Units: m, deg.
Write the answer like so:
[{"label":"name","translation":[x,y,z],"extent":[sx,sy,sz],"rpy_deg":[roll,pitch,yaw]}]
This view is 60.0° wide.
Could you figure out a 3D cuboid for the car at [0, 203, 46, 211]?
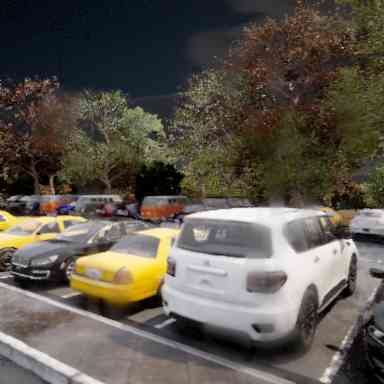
[{"label":"car","translation":[-9.700,1.519,14.803],"extent":[1.946,1.575,5.366],"rpy_deg":[0,0,36]}]

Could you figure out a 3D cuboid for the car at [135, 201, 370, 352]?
[{"label":"car","translation":[1.761,1.318,6.756],"extent":[2.435,2.045,5.566],"rpy_deg":[0,0,36]}]

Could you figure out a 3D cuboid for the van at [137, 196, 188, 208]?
[{"label":"van","translation":[-1.810,1.289,25.612],"extent":[1.878,1.987,4.442],"rpy_deg":[0,0,36]}]

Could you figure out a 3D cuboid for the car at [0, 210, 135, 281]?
[{"label":"car","translation":[-2.748,1.551,9.998],"extent":[2.231,1.521,4.892],"rpy_deg":[0,0,36]}]

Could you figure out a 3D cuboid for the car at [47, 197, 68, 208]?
[{"label":"car","translation":[-10.738,1.532,31.949],"extent":[2.097,1.535,5.008],"rpy_deg":[0,0,36]}]

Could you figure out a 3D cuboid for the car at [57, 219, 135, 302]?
[{"label":"car","translation":[-0.395,1.557,8.513],"extent":[1.946,1.575,5.366],"rpy_deg":[0,0,36]}]

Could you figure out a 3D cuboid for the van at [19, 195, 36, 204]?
[{"label":"van","translation":[-15.296,1.335,35.104],"extent":[1.878,1.987,4.442],"rpy_deg":[0,0,36]}]

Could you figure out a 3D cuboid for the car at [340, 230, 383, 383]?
[{"label":"car","translation":[3.994,1.580,5.108],"extent":[2.097,1.535,5.008],"rpy_deg":[0,0,36]}]

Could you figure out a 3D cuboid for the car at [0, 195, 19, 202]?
[{"label":"car","translation":[-17.486,1.324,36.802],"extent":[2.435,2.045,5.566],"rpy_deg":[0,0,36]}]

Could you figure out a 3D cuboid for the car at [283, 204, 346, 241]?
[{"label":"car","translation":[7.081,1.550,18.790],"extent":[1.946,1.575,5.366],"rpy_deg":[0,0,36]}]

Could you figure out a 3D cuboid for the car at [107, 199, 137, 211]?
[{"label":"car","translation":[-4.105,1.541,27.168],"extent":[2.163,1.488,4.792],"rpy_deg":[0,0,36]}]

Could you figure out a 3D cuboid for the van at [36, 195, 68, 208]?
[{"label":"van","translation":[-12.916,1.321,33.666],"extent":[1.878,1.987,4.442],"rpy_deg":[0,0,36]}]

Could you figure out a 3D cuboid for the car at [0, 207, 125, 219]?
[{"label":"car","translation":[-5.107,1.537,11.473],"extent":[1.946,1.575,5.366],"rpy_deg":[0,0,36]}]

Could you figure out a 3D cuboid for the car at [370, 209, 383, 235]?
[{"label":"car","translation":[9.431,1.603,17.312],"extent":[2.002,1.452,4.674],"rpy_deg":[0,0,36]}]

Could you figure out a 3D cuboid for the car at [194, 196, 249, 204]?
[{"label":"car","translation":[2.724,1.282,22.215],"extent":[2.435,2.045,5.566],"rpy_deg":[0,0,36]}]

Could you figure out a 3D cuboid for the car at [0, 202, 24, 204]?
[{"label":"car","translation":[-11.630,1.515,16.661],"extent":[1.946,1.575,5.366],"rpy_deg":[0,0,36]}]

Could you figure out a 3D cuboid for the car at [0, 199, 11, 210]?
[{"label":"car","translation":[-26.538,1.672,43.405],"extent":[2.002,1.452,4.674],"rpy_deg":[0,0,36]}]

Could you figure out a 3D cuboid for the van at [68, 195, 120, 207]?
[{"label":"van","translation":[-8.550,1.295,30.222],"extent":[1.878,1.987,4.442],"rpy_deg":[0,0,36]}]

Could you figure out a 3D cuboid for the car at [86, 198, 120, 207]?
[{"label":"car","translation":[-6.241,1.543,28.718],"extent":[2.163,1.488,4.792],"rpy_deg":[0,0,36]}]

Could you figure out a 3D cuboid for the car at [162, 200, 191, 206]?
[{"label":"car","translation":[0.448,1.553,23.796],"extent":[2.163,1.488,4.792],"rpy_deg":[0,0,36]}]
